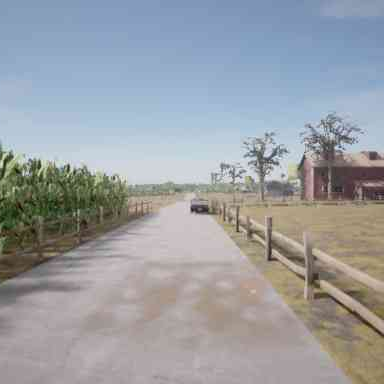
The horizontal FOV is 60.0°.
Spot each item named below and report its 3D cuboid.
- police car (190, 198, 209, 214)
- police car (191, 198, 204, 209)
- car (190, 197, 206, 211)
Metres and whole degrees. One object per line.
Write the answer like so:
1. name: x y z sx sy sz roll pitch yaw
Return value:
1. police car: 0.825 1.580 36.452 1.930 1.638 5.238 0 0 0
2. police car: 0.825 1.788 52.458 1.930 1.638 5.238 0 -1 0
3. car: 0.822 1.619 46.316 2.097 1.767 4.553 0 0 0
